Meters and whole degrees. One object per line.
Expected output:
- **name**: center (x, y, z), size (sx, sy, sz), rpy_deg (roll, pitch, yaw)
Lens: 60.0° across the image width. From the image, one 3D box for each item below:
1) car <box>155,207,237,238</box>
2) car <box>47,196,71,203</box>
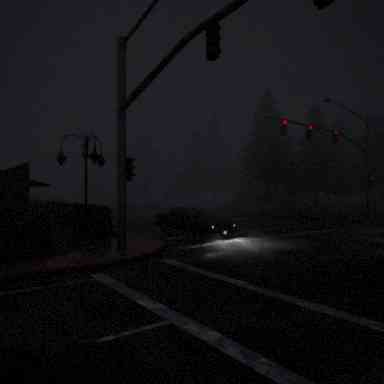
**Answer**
- **car**: center (-0.007, 1.536, 17.950), size (2.033, 1.411, 5.357), rpy_deg (0, 0, -37)
- **car**: center (-15.367, 1.293, 38.356), size (2.097, 1.767, 4.553), rpy_deg (0, 0, -37)
